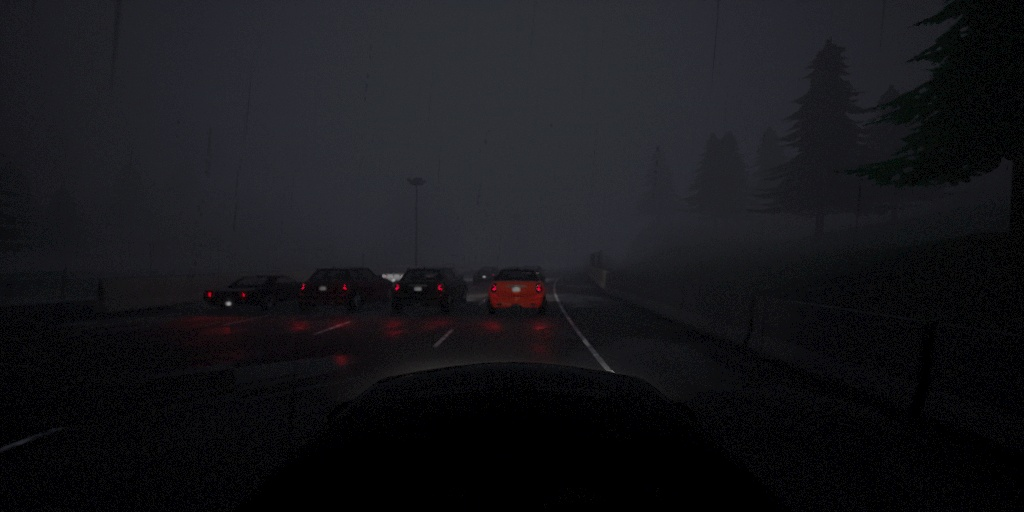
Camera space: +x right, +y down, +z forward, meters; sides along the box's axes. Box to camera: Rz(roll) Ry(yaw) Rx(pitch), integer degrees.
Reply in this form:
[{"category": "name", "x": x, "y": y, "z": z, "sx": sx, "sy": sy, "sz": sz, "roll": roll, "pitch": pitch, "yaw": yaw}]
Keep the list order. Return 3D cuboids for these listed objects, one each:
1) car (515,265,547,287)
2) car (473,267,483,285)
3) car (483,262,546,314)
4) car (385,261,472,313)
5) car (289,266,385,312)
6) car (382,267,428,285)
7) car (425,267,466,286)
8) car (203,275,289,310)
[{"category": "car", "x": 1.650, "y": 1.495, "z": 28.619, "sx": 2.128, "sy": 1.511, "sz": 4.902, "roll": 0, "pitch": 0, "yaw": 8}, {"category": "car", "x": -1.816, "y": 1.569, "z": 29.101, "sx": 1.994, "sy": 1.385, "sz": 4.181, "roll": 0, "pitch": 0, "yaw": 8}, {"category": "car", "x": 0.283, "y": 1.221, "z": 14.669, "sx": 2.097, "sy": 1.767, "sz": 4.553, "roll": 0, "pitch": -1, "yaw": 4}, {"category": "car", "x": -3.211, "y": 1.220, "z": 14.869, "sx": 2.097, "sy": 1.767, "sz": 4.553, "roll": 0, "pitch": -1, "yaw": 4}, {"category": "car", "x": -6.705, "y": 1.219, "z": 15.074, "sx": 2.097, "sy": 1.767, "sz": 4.553, "roll": 0, "pitch": -1, "yaw": 4}, {"category": "car", "x": -8.788, "y": 1.606, "z": 29.829, "sx": 1.895, "sy": 1.301, "sz": 4.718, "roll": 0, "pitch": -1, "yaw": 8}, {"category": "car", "x": -5.319, "y": 1.605, "z": 29.364, "sx": 1.895, "sy": 1.301, "sz": 4.718, "roll": 0, "pitch": -1, "yaw": 8}, {"category": "car", "x": -10.200, "y": 1.469, "z": 15.300, "sx": 1.895, "sy": 1.301, "sz": 4.718, "roll": 0, "pitch": 0, "yaw": 4}]
